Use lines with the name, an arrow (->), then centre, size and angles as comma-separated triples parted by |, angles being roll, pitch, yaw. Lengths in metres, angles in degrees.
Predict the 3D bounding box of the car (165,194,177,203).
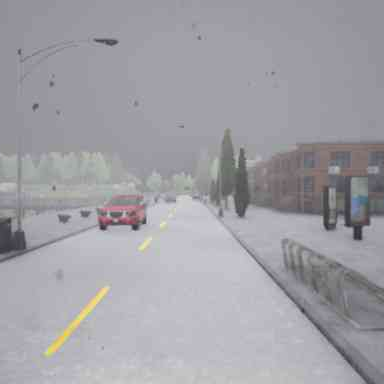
car -> -3.995, 1.200, 63.164 | 2.097, 1.767, 4.553 | 0, 0, 0

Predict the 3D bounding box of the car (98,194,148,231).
car -> -4.091, 1.171, 20.627 | 2.150, 2.045, 5.566 | 0, 0, 0

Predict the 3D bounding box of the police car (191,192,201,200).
police car -> 1.232, 1.218, 86.568 | 1.930, 1.638, 5.238 | 0, 0, 0
